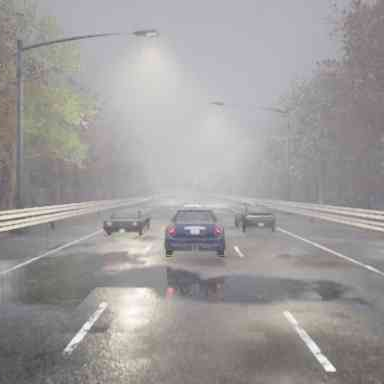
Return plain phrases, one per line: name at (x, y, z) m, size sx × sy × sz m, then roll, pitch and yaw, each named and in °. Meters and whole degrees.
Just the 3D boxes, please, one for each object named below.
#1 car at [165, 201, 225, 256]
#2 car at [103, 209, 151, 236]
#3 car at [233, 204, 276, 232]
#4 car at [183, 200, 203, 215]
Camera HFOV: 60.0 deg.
car at (0.101, 1.344, 13.255) m, size 2.097 × 1.767 × 4.553 m, roll 0°, pitch 0°, yaw 0°
car at (-3.398, 1.588, 18.394) m, size 1.895 × 1.301 × 4.718 m, roll 0°, pitch 0°, yaw 0°
car at (3.601, 1.477, 19.752) m, size 2.128 × 1.511 × 4.902 m, roll 0°, pitch 0°, yaw 0°
car at (0.102, 1.564, 34.448) m, size 1.895 × 1.301 × 4.718 m, roll 0°, pitch 0°, yaw 0°
